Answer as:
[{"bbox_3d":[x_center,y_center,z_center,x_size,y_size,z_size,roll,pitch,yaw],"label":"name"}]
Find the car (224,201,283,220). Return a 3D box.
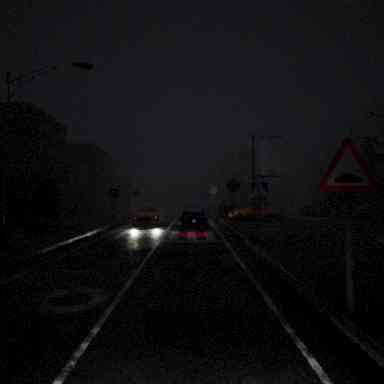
[{"bbox_3d":[6.127,1.948,32.534,5.366,1.575,1.946,0,-2,0],"label":"car"}]

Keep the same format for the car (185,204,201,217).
[{"bbox_3d":[0.087,2.266,41.327,1.837,1.490,4.892,0,-2,0],"label":"car"}]

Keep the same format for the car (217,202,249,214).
[{"bbox_3d":[6.183,2.466,50.627,4.553,1.767,2.185,0,-2,-1],"label":"car"}]

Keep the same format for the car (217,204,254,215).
[{"bbox_3d":[6.192,2.467,47.589,5.008,1.535,2.097,0,-2,-1],"label":"car"}]

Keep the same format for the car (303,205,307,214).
[{"bbox_3d":[18.469,2.403,45.928,4.892,1.521,2.231,0,-2,-1],"label":"car"}]

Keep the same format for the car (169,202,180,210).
[{"bbox_3d":[-3.325,2.906,66.139,2.150,2.045,5.566,0,-4,0],"label":"car"}]

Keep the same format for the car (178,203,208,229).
[{"bbox_3d":[0.116,1.758,24.013,1.882,1.535,5.008,0,-1,0],"label":"car"}]

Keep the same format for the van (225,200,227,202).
[{"bbox_3d":[6.387,1.904,38.495,4.442,1.987,1.878,0,-2,0],"label":"van"}]

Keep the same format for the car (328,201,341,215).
[{"bbox_3d":[18.732,2.095,37.427,5.366,1.575,1.946,0,-2,0],"label":"car"}]

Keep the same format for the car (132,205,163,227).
[{"bbox_3d":[-3.336,1.756,25.571,1.882,1.535,5.008,1,0,-1],"label":"car"}]

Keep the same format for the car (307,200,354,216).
[{"bbox_3d":[18.479,2.041,43.148,5.566,2.045,2.435,0,-2,-1],"label":"car"}]

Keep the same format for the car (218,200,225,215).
[{"bbox_3d":[6.249,2.097,44.684,5.566,2.045,2.435,0,-2,-1],"label":"car"}]

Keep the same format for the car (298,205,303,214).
[{"bbox_3d":[18.416,2.260,48.605,5.566,2.045,2.435,0,-2,-1],"label":"car"}]

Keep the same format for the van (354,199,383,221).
[{"bbox_3d":[18.468,1.713,31.978,4.442,1.987,1.878,0,-2,0],"label":"van"}]

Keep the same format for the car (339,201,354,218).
[{"bbox_3d":[18.750,2.014,34.767,5.366,1.575,1.946,0,-2,0],"label":"car"}]
